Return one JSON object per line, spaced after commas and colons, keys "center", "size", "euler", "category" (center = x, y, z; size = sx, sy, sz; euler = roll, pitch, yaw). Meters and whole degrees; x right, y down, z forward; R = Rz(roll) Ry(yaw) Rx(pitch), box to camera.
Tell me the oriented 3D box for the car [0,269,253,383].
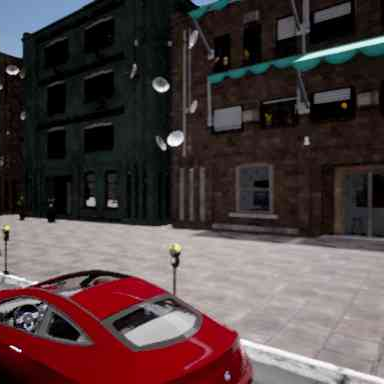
{"center": [-1.372, 1.602, 3.854], "size": [4.206, 1.307, 1.802], "euler": [0, 0, 36], "category": "car"}
